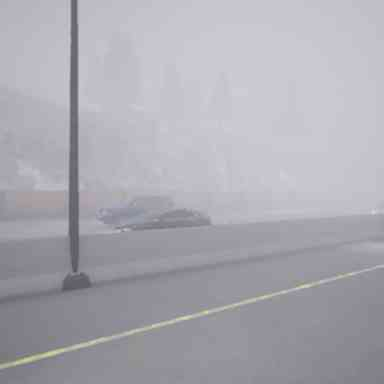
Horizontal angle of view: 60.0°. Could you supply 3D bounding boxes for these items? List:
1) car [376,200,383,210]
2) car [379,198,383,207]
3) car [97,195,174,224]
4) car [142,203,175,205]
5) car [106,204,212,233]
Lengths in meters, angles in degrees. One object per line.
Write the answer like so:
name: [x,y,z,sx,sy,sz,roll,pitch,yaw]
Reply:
car: [26.056,1.538,43.582,5.008,1.535,1.882,0,0,-34]
car: [31.408,1.620,51.409,5.357,1.411,2.033,0,0,-33]
car: [-3.635,1.236,22.898,5.566,2.045,2.150,0,0,-36]
car: [-0.790,1.578,20.624,4.181,1.385,1.994,0,0,-35]
car: [-1.318,1.517,15.951,4.892,1.490,1.837,1,0,-35]
